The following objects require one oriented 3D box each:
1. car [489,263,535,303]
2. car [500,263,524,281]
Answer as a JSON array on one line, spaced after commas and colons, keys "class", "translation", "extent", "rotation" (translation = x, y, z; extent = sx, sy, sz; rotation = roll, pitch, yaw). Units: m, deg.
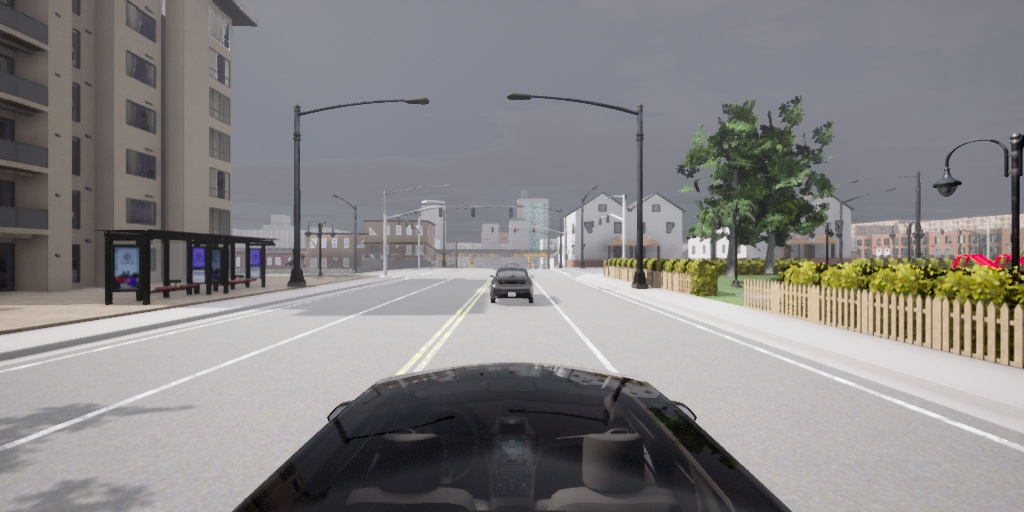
[{"class": "car", "translation": [0.000, 1.264, 16.500], "extent": [1.837, 1.490, 4.892], "rotation": [0, 0, 0]}, {"class": "car", "translation": [0.000, 1.321, 31.500], "extent": [1.994, 1.385, 4.181], "rotation": [0, 0, 0]}]
